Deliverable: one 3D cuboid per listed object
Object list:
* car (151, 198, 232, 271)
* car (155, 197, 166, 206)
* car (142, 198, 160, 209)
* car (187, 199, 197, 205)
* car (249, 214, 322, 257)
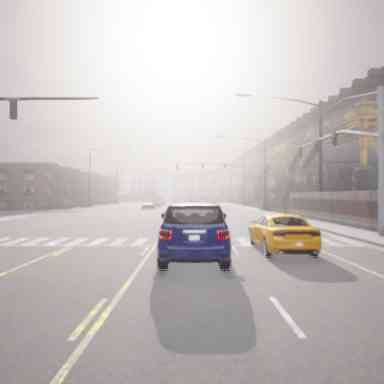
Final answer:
[{"bbox_3d":[0.067,1.340,11.535,2.150,2.045,5.566,0,-1,0],"label":"car"},{"bbox_3d":[-7.047,2.114,75.106,2.097,1.767,4.553,0,-1,0],"label":"car"},{"bbox_3d":[-7.108,2.106,55.174,2.033,1.411,5.357,0,-1,0],"label":"car"},{"bbox_3d":[-0.056,2.378,83.204,2.033,1.411,5.357,0,-1,-3],"label":"car"},{"bbox_3d":[3.577,1.615,13.538,1.882,1.535,5.008,0,-1,0],"label":"car"}]
